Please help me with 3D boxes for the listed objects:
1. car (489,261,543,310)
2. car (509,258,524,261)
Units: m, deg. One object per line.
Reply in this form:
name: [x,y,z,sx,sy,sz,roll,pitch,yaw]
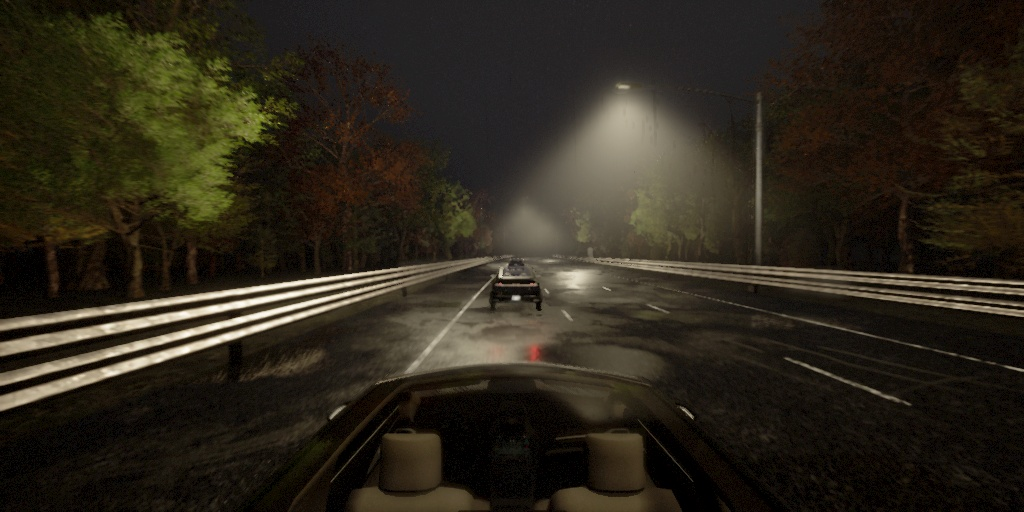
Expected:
car: [0.149,1.142,14.080,2.128,1.511,4.902,0,0,0]
car: [0.554,0.966,44.755,1.994,1.385,4.181,0,0,1]
